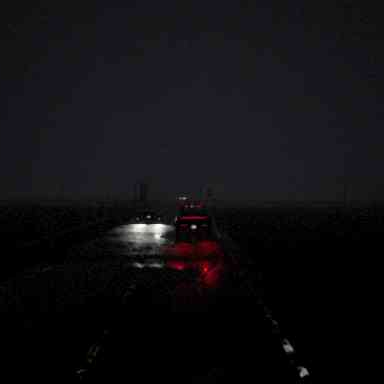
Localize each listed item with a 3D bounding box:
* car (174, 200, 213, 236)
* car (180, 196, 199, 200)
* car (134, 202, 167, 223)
[{"bbox_3d":[0.083,1.397,17.891,2.128,1.511,4.902,0,0,0],"label":"car"},{"bbox_3d":[0.070,1.383,32.962,2.033,1.411,5.357,0,0,0],"label":"car"},{"bbox_3d":[-2.859,1.441,23.886,1.994,1.385,4.181,0,0,0],"label":"car"}]
